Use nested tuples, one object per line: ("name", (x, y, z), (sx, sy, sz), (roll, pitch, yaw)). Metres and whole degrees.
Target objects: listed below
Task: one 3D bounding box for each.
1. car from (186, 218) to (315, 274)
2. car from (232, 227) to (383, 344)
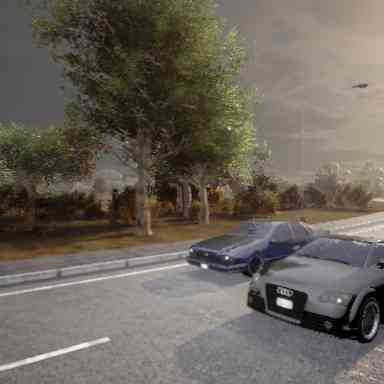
("car", (2.391, 1.554, 10.393), (5.357, 1.411, 2.033), (0, 0, -39))
("car", (3.019, 1.566, 6.488), (4.181, 1.385, 1.994), (0, 0, -38))
